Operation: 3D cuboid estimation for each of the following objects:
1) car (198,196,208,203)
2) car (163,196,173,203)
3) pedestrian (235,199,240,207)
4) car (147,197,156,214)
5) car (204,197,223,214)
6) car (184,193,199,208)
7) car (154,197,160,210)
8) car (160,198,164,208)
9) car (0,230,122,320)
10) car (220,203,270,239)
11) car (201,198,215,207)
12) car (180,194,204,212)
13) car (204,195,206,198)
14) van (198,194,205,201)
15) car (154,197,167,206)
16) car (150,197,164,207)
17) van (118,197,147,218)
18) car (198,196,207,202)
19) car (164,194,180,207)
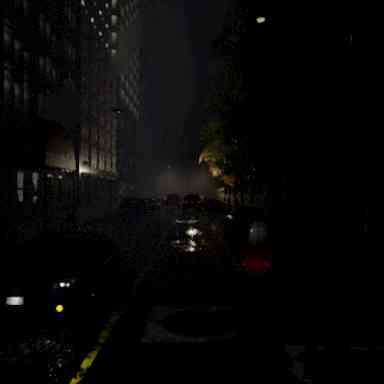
[{"bbox_3d":[2.486,1.589,73.928,2.008,1.369,4.403,0,0,0],"label":"car"},{"bbox_3d":[-5.395,1.584,73.923,1.887,1.381,4.507,0,0,0],"label":"car"},{"bbox_3d":[2.728,1.310,20.301,0.375,1.860,0.375,0,0,0],"label":"pedestrian"},{"bbox_3d":[-5.353,1.576,35.108,2.008,1.369,4.403,0,0,0],"label":"car"},{"bbox_3d":[2.528,1.570,35.112,1.887,1.381,4.507,0,0,0],"label":"car"},{"bbox_3d":[-0.056,1.254,51.456,2.150,2.045,5.566,0,0,0],"label":"car"},{"bbox_3d":[-5.358,1.469,40.653,1.967,1.590,4.097,0,0,0],"label":"car"},{"bbox_3d":[-5.364,1.471,46.198,1.967,1.590,4.097,0,0,0],"label":"car"},{"bbox_3d":[-2.858,1.570,7.361,1.994,1.385,4.181,0,0,0],"label":"car"},{"bbox_3d":[2.731,1.519,17.353,1.837,1.490,4.892,0,0,0],"label":"car"},{"bbox_3d":[2.510,1.599,51.747,1.947,1.339,4.313,0,0,0],"label":"car"},{"bbox_3d":[0.018,1.251,39.857,2.150,2.045,5.566,0,0,0],"label":"car"},{"bbox_3d":[2.522,1.468,40.657,1.967,1.590,4.097,0,0,0],"label":"car"},{"bbox_3d":[2.474,1.381,85.019,1.690,1.788,3.998,0,0,0],"label":"van"},{"bbox_3d":[-5.377,1.617,57.288,1.802,1.307,4.206,0,0,0],"label":"car"},{"bbox_3d":[-5.371,1.558,51.573,1.752,1.417,4.829,0,0,0],"label":"car"},{"bbox_3d":[-5.346,1.363,29.563,1.690,1.788,3.998,0,0,0],"label":"van"},{"bbox_3d":[2.480,1.584,79.474,1.887,1.381,4.507,0,0,0],"label":"car"},{"bbox_3d":[-2.876,1.257,51.260,2.150,2.045,5.566,0,0,0],"label":"car"}]
